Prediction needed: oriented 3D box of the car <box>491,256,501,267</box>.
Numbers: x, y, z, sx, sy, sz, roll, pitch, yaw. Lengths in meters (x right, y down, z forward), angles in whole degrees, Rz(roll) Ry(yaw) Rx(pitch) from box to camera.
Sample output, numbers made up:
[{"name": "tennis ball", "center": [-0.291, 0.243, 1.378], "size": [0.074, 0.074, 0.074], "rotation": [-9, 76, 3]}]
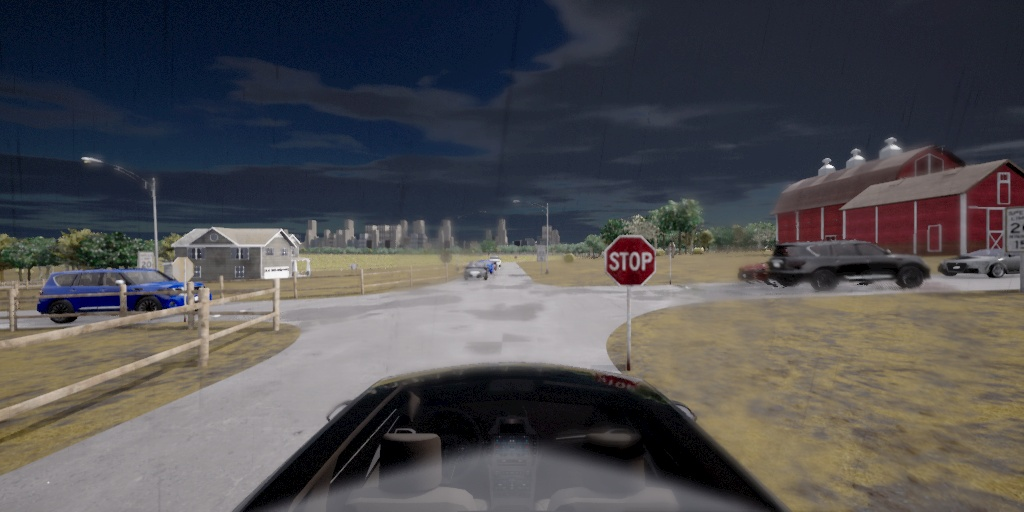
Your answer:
[{"name": "car", "center": [-3.118, 1.030, 65.258], "size": [2.150, 2.045, 5.566], "rotation": [0, -1, 0]}]

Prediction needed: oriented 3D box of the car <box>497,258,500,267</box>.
[{"name": "car", "center": [-3.104, 1.327, 50.522], "size": [1.994, 1.385, 4.181], "rotation": [0, 0, -1]}]

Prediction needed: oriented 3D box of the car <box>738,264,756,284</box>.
[{"name": "car", "center": [14.046, 0.621, 17.921], "size": [5.008, 1.535, 1.882], "rotation": [-2, 0, 0]}]

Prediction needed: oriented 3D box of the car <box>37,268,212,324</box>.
[{"name": "car", "center": [-15.799, 1.522, 14.792], "size": [5.566, 2.045, 2.150], "rotation": [-2, 0, -1]}]

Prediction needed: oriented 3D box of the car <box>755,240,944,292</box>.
[{"name": "car", "center": [13.986, 0.369, 15.187], "size": [5.566, 2.045, 2.150], "rotation": [-2, 0, 2]}]

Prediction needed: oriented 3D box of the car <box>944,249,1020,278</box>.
[{"name": "car", "center": [24.273, 0.329, 17.991], "size": [4.181, 1.385, 1.994], "rotation": [-2, 0, 0]}]

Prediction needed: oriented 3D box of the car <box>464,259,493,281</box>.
[{"name": "car", "center": [-2.961, 1.236, 30.486], "size": [2.128, 1.511, 4.902], "rotation": [0, 0, -2]}]

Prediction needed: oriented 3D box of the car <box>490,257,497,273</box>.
[{"name": "car", "center": [-3.053, 1.225, 40.016], "size": [1.882, 1.535, 5.008], "rotation": [0, 0, 0]}]
